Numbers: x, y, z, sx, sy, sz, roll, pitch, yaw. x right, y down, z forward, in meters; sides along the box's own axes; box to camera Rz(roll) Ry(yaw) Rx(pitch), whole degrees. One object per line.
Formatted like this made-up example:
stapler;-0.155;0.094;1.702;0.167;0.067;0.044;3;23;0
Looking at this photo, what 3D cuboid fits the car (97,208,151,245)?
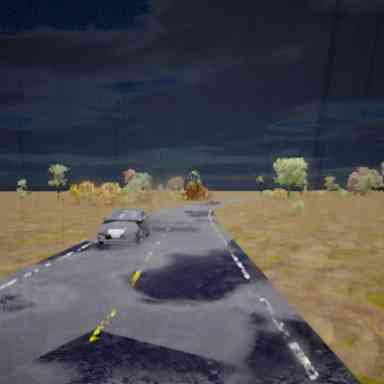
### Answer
car;-3.087;1.537;15.955;2.128;1.511;4.902;0;0;0
